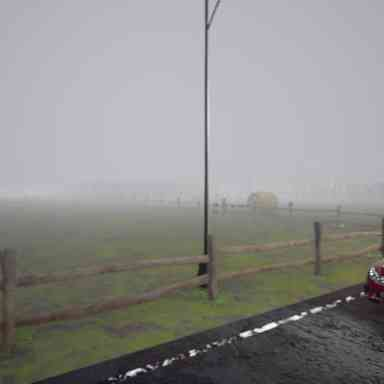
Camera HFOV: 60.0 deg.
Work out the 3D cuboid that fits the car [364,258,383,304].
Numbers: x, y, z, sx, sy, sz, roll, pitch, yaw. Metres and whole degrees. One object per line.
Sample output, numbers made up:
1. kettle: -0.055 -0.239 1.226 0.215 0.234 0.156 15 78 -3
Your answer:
1. car: 5.516 1.532 6.991 4.674 1.442 1.812 0 0 -36
